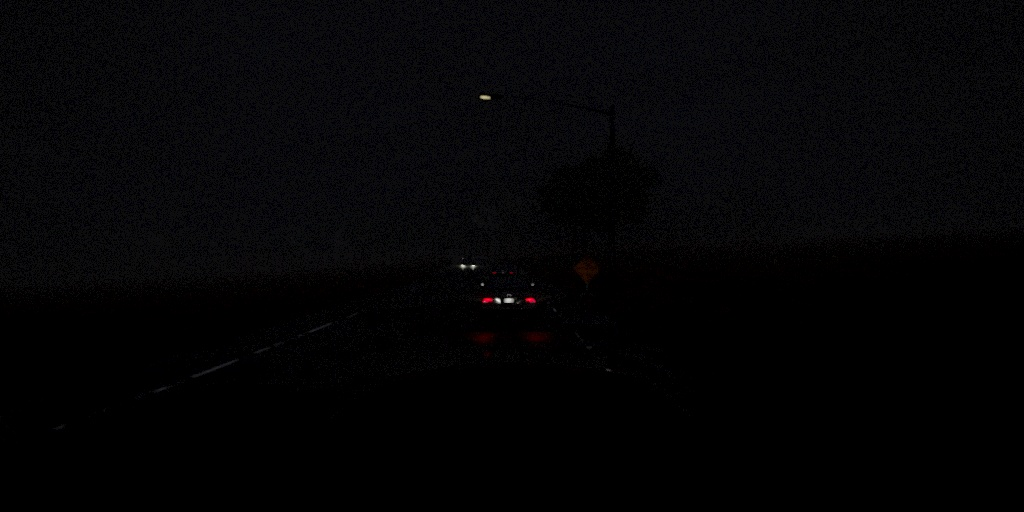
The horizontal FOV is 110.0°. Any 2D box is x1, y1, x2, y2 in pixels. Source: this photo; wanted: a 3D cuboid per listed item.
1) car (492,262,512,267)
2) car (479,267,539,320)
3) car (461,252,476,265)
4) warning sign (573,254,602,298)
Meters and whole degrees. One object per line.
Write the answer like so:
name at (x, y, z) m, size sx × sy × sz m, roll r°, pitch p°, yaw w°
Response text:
car at (-0.764, 1.199, 27.516) m, size 2.033 × 1.411 × 5.357 m, roll 0°, pitch 1°, yaw -3°
car at (-0.144, 1.294, 12.566) m, size 2.033 × 1.411 × 5.357 m, roll 0°, pitch 0°, yaw -1°
car at (-7.188, 0.352, 59.060) m, size 2.150 × 2.045 × 5.566 m, roll 0°, pitch 1°, yaw -6°
warning sign at (3.303, 0.849, 15.811) m, size 1.300 × 1.860 × 1.060 m, roll 0°, pitch 0°, yaw -2°
